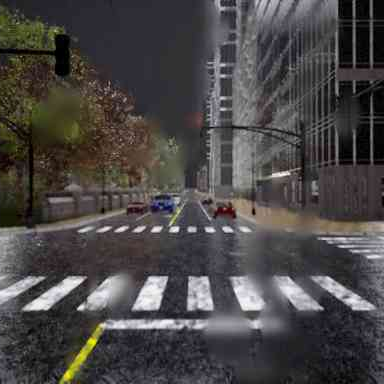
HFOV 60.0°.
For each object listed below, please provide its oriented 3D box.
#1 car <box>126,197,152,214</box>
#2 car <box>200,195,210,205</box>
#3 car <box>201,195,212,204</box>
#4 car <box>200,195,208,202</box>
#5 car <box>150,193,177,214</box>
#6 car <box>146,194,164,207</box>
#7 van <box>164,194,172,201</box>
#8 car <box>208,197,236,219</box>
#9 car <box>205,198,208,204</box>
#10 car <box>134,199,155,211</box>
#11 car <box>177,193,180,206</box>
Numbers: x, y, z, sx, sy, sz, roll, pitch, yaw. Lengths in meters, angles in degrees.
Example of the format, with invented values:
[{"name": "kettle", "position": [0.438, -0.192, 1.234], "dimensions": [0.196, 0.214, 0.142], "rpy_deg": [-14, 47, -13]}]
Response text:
[{"name": "car", "position": [-5.689, 1.541, 34.755], "dimensions": [1.887, 1.381, 4.507], "rpy_deg": [0, 0, 0]}, {"name": "car", "position": [2.692, 1.555, 57.482], "dimensions": [1.947, 1.339, 4.313], "rpy_deg": [0, 0, 0]}, {"name": "car", "position": [2.692, 1.424, 63.163], "dimensions": [1.967, 1.590, 4.097], "rpy_deg": [0, 0, 0]}, {"name": "car", "position": [2.692, 1.494, 74.699], "dimensions": [1.752, 1.417, 4.829], "rpy_deg": [0, 0, 0]}, {"name": "car", "position": [-3.095, 1.217, 36.093], "dimensions": [2.150, 2.045, 5.566], "rpy_deg": [0, 0, 0]}, {"name": "car", "position": [-5.688, 1.308, 51.804], "dimensions": [2.192, 1.841, 5.009], "rpy_deg": [0, 0, 0]}, {"name": "van", "position": [-5.688, 1.300, 80.220], "dimensions": [1.690, 1.788, 3.998], "rpy_deg": [0, 0, 0]}, {"name": "car", "position": [2.693, 1.437, 29.077], "dimensions": [1.967, 1.590, 4.097], "rpy_deg": [0, 0, 0]}, {"name": "car", "position": [2.692, 1.562, 34.758], "dimensions": [1.947, 1.339, 4.313], "rpy_deg": [0, 0, 0]}, {"name": "car", "position": [-5.689, 1.547, 40.438], "dimensions": [2.008, 1.369, 4.403], "rpy_deg": [0, 0, 0]}, {"name": "car", "position": [-3.065, 1.212, 53.041], "dimensions": [2.150, 2.045, 5.566], "rpy_deg": [0, 0, 0]}]
